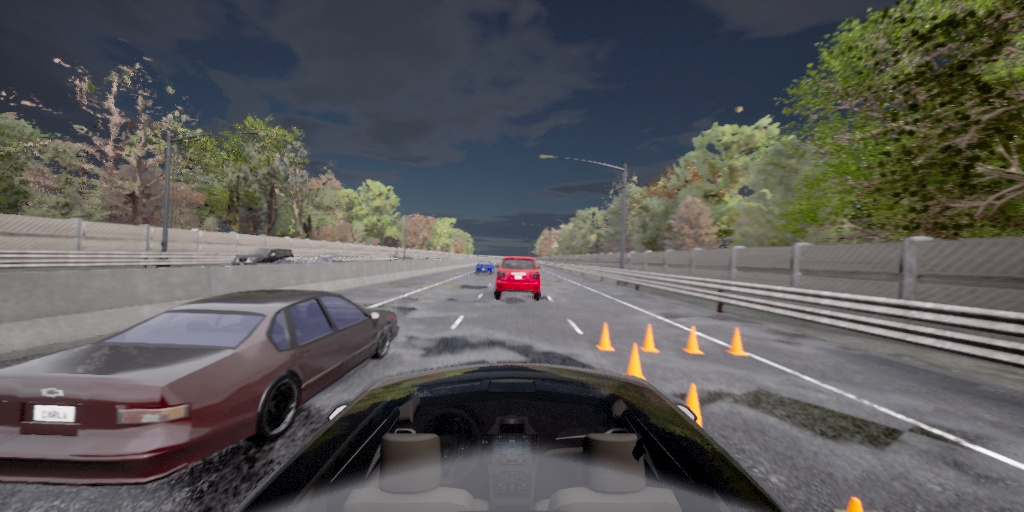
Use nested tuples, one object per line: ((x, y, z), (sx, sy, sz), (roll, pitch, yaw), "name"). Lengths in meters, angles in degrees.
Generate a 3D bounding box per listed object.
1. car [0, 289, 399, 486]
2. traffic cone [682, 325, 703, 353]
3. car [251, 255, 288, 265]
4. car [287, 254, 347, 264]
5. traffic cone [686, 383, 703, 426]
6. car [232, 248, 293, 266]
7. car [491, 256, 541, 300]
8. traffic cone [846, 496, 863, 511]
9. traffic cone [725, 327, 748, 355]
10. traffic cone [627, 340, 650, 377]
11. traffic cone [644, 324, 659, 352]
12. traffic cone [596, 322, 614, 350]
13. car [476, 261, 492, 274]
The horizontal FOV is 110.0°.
((-3.276, 1.188, 5.085), (2.033, 1.411, 5.357), (2, 0, 0), "car")
((4.121, 1.885, 8.198), (0.340, 0.580, 0.340), (0, 0, 0), "traffic cone")
((-17.347, 0.815, 27.736), (1.895, 1.301, 4.718), (2, 0, 1), "car")
((-13.856, 0.829, 26.546), (2.128, 1.511, 4.902), (2, 0, 0), "car")
((2.105, 1.794, 4.207), (0.340, 0.580, 0.340), (0, 0, 0), "traffic cone")
((-20.809, 0.322, 30.417), (2.150, 2.045, 5.566), (2, -1, 1), "car")
((0.295, 1.052, 18.776), (2.150, 2.045, 5.566), (2, 0, 0), "car")
((2.096, 1.785, 2.207), (0.340, 0.580, 0.340), (0, 0, 0), "traffic cone")
((5.120, 1.922, 8.193), (0.340, 0.580, 0.340), (0, 0, 0), "traffic cone")
((2.114, 1.802, 6.207), (0.340, 0.580, 0.340), (0, 0, 0), "traffic cone")
((3.122, 1.847, 8.202), (0.340, 0.580, 0.340), (0, 0, 0), "traffic cone")
((2.122, 1.810, 8.206), (0.340, 0.580, 0.340), (0, 0, 0), "traffic cone")
((-3.111, 1.295, 41.934), (1.882, 1.535, 5.008), (2, 0, 0), "car")
